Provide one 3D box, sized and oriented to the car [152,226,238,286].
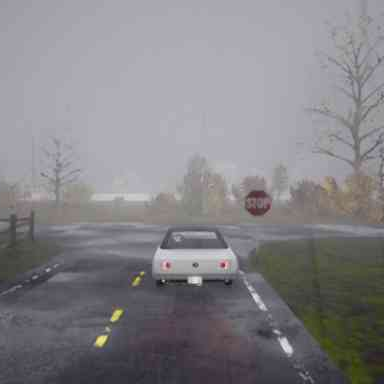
[{"bbox_3d":[0.020,1.601,9.365,1.895,1.301,4.718,0,0,-1],"label":"car"}]
